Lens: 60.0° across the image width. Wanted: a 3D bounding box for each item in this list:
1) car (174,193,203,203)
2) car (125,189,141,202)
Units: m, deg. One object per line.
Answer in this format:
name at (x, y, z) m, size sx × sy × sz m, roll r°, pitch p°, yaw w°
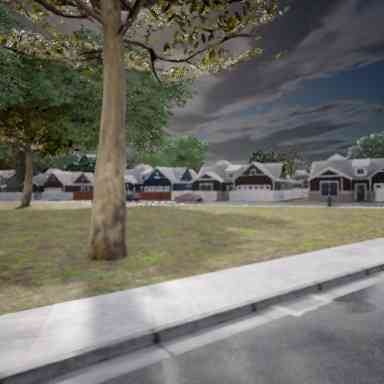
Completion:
car at (-0.555, 0.826, 48.478) m, size 4.181 × 1.385 × 1.994 m, roll 0°, pitch 1°, yaw 28°
car at (-10.427, 0.564, 50.537) m, size 5.566 × 2.045 × 2.150 m, roll 0°, pitch 1°, yaw 28°
